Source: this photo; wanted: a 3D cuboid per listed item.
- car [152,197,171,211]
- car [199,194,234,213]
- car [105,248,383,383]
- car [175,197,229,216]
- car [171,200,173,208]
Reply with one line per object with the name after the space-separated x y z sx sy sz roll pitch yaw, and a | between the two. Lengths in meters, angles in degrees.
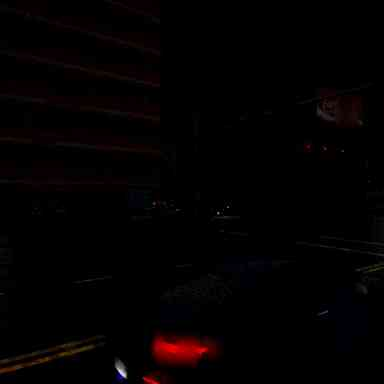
-4.935 1.352 40.524 2.097 1.767 4.553 0 0 -36 | car
2.148 1.222 36.675 2.150 2.045 5.566 0 0 -36 | car
1.180 1.526 4.581 4.674 1.442 1.812 0 0 -36 | car
0.848 1.547 32.489 2.033 1.411 5.357 0 0 -36 | car
-3.703 1.564 44.817 1.994 1.385 4.181 0 0 -35 | car
